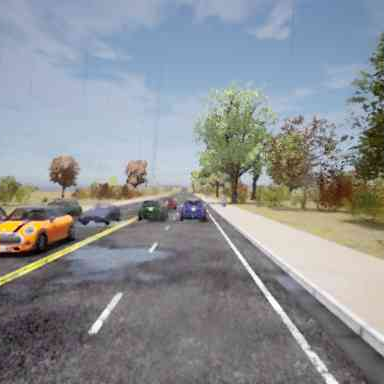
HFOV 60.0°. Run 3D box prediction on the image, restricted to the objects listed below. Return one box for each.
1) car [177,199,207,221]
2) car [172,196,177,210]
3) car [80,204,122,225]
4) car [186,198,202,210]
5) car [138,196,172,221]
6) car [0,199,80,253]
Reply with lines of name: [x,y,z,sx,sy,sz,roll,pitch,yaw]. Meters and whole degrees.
car: [0.130,1.343,27.370,2.097,1.767,4.553,0,0,1]
car: [-3.016,1.333,43.127,2.097,1.767,4.553,0,0,1]
car: [-6.458,1.555,24.251,2.033,1.411,5.357,0,0,1]
car: [0.231,1.540,42.844,1.994,1.385,4.181,0,0,1]
car: [-3.117,1.350,27.530,2.097,1.767,4.553,0,0,1]
car: [-6.531,1.364,13.673,2.097,1.767,4.553,0,0,0]
